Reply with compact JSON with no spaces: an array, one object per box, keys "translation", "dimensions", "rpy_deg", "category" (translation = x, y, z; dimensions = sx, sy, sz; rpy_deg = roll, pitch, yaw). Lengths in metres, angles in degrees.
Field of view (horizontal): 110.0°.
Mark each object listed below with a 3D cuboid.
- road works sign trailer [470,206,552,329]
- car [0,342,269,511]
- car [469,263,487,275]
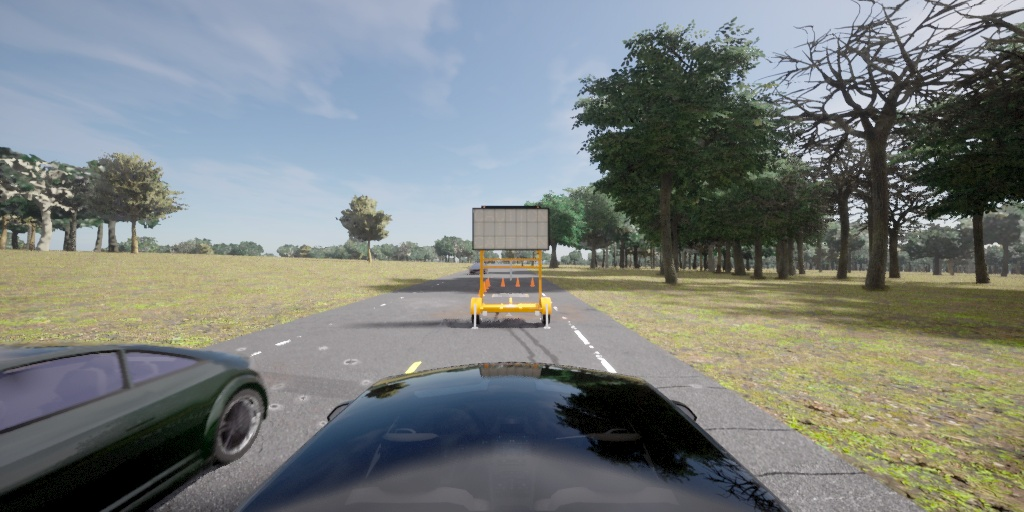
[{"translation":[-0.036,0.226,11.298],"dimensions":[2.380,3.560,2.880],"rpy_deg":[0,0,0],"category":"road works sign trailer"},{"translation":[-3.604,1.314,2.134],"dimensions":[1.994,1.385,4.181],"rpy_deg":[0,0,0],"category":"car"},{"translation":[-3.816,1.459,41.338],"dimensions":[2.033,1.411,5.357],"rpy_deg":[0,0,-1],"category":"car"}]
